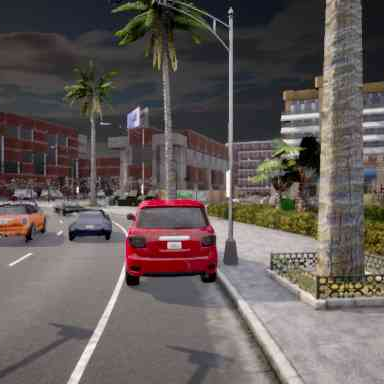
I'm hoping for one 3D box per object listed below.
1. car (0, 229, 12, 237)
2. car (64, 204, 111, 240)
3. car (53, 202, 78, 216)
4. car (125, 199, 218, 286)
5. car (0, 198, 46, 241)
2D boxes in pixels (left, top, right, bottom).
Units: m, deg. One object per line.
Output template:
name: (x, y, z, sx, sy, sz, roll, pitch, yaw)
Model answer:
car: (-3.117, 1.349, 1.607, 2.097, 1.767, 4.553, 0, 0, -2)
car: (-5.235, 1.561, 17.268, 1.994, 1.385, 4.181, 0, 0, -15)
car: (-12.088, 1.592, 32.293, 1.895, 1.301, 4.718, 0, 0, -35)
car: (-0.718, 1.220, 9.685, 2.150, 2.045, 5.566, 0, 0, -7)
car: (-8.640, 1.345, 16.459, 2.097, 1.767, 4.553, 0, 0, -14)
